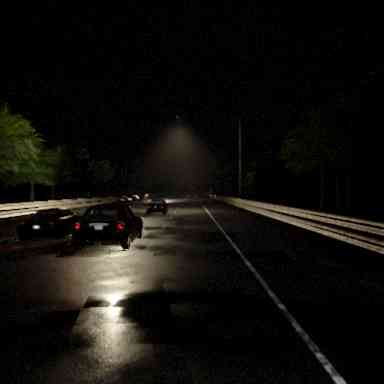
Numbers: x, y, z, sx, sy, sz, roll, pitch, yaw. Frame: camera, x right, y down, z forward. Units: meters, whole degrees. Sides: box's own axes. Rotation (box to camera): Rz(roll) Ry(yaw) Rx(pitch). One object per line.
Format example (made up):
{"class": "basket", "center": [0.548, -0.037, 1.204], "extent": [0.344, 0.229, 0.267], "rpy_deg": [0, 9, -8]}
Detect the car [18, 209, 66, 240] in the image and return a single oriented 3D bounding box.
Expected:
{"class": "car", "center": [-6.910, 1.529, 16.773], "extent": [1.994, 1.385, 4.181], "rpy_deg": [0, 0, 0]}

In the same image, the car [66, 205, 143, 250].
{"class": "car", "center": [-3.410, 1.322, 14.263], "extent": [2.097, 1.767, 4.553], "rpy_deg": [0, 0, 0]}

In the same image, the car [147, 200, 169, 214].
{"class": "car", "center": [-3.422, 1.472, 33.561], "extent": [2.033, 1.411, 5.357], "rpy_deg": [0, 0, 0]}
